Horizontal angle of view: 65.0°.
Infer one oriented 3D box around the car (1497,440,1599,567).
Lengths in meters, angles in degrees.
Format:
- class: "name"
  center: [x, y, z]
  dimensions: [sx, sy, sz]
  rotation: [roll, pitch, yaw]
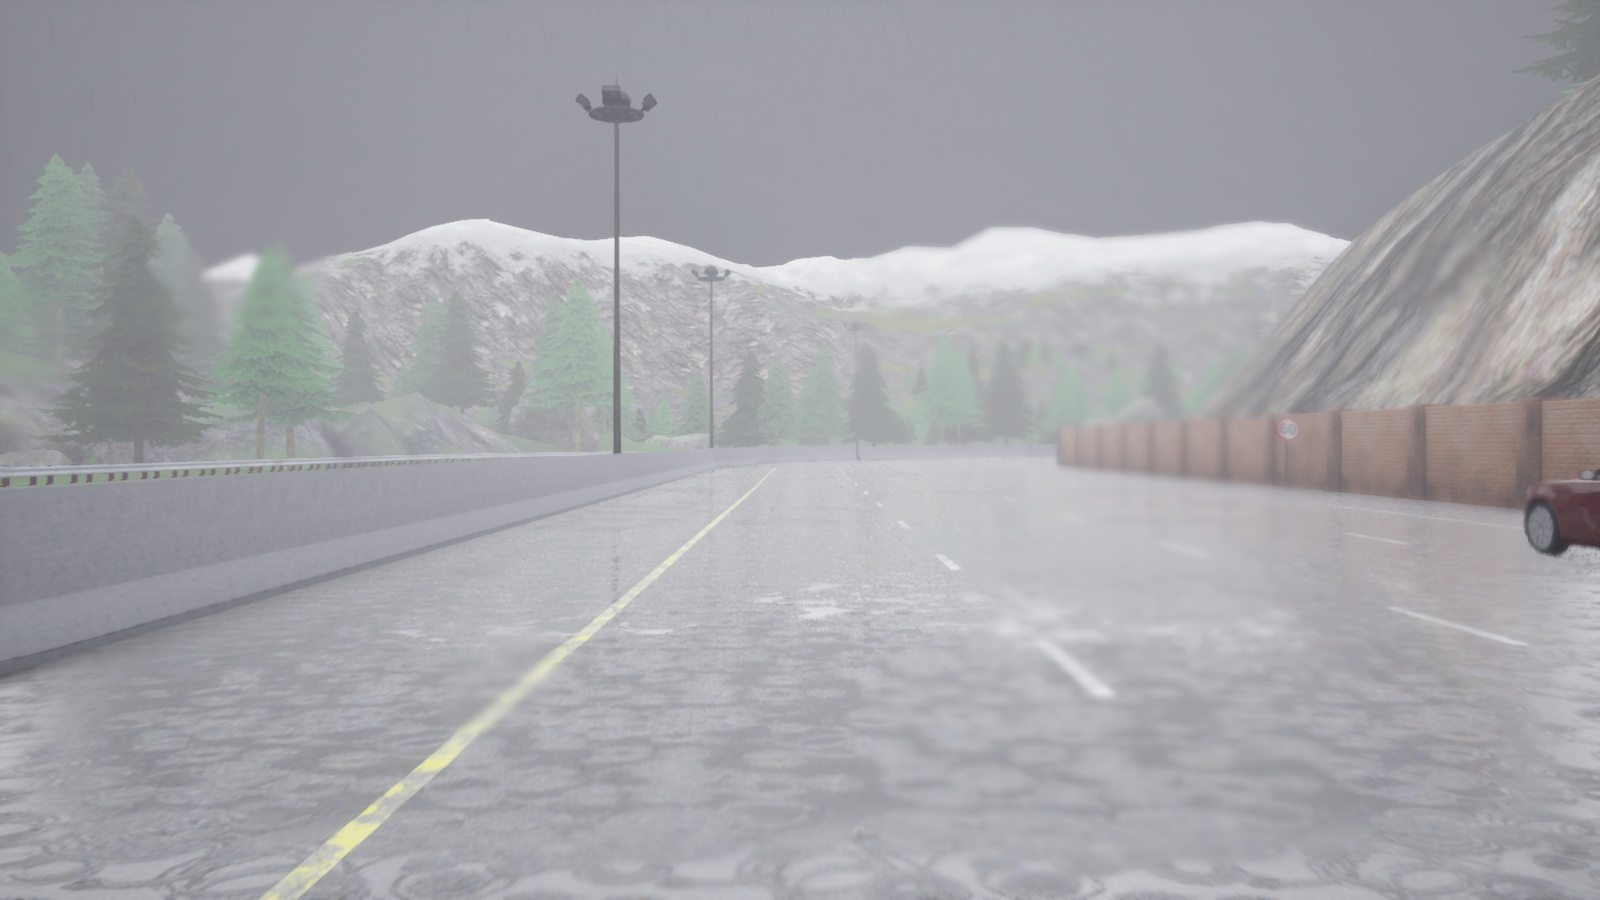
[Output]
- class: "car"
  center: [10.599, 0.650, 14.900]
  dimensions: [1.882, 1.535, 5.008]
  rotation: [0, 0, 0]
